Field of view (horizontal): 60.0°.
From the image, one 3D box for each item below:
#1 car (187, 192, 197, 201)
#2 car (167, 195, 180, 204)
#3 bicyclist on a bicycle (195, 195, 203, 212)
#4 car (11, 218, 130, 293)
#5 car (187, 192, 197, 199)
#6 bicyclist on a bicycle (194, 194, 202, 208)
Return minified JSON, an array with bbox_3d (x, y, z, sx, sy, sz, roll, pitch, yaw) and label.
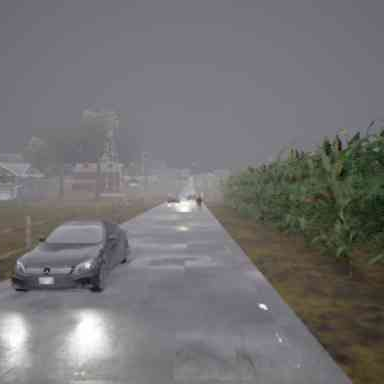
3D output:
[{"bbox_3d":[0.009,0.923,65.036,2.128,1.511,4.902,0,1,0],"label":"car"},{"bbox_3d":[-2.833,1.122,52.138,2.033,1.411,5.357,0,1,1],"label":"car"},{"bbox_3d":[0.741,1.144,32.016,0.659,1.776,1.843,0,1,0],"label":"bicyclist on a bicycle"},{"bbox_3d":[-2.867,1.478,8.885,1.812,1.442,4.674,0,0,0],"label":"car"},{"bbox_3d":[-0.036,0.811,76.946,2.128,1.511,4.902,0,1,0],"label":"car"},{"bbox_3d":[0.745,1.115,41.646,0.866,1.612,1.509,0,2,0],"label":"bicyclist on a bicycle"}]
